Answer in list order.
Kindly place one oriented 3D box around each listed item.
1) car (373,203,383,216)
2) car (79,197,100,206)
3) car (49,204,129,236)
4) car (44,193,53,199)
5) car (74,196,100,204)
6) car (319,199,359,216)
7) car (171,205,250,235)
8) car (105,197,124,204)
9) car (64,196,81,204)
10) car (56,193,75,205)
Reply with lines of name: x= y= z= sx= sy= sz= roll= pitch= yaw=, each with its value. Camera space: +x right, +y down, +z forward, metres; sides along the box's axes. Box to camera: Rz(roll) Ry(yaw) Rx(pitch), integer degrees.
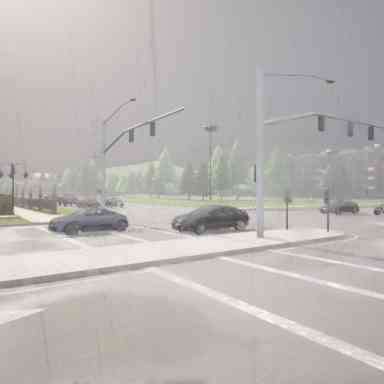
car: x=19.184 y=1.526 z=31.736 sx=4.674 sy=1.442 sz=1.812 roll=0 pitch=0 yaw=-35
car: x=-17.146 y=1.564 z=55.563 sx=1.994 sy=1.385 sz=4.181 roll=0 pitch=0 yaw=-36
car: x=-5.635 y=1.564 z=18.391 sx=4.181 sy=1.385 sz=1.994 roll=0 pitch=0 yaw=-35
car: x=-26.038 y=1.221 z=61.947 sx=2.150 sy=2.045 sz=5.566 roll=0 pitch=0 yaw=-35
car: x=-14.192 y=1.601 z=45.524 sx=1.895 sy=1.301 sz=4.718 roll=0 pitch=0 yaw=-36
car: x=14.490 y=1.492 z=32.708 sx=4.902 sy=1.511 sz=2.128 roll=0 pitch=0 yaw=-35
car: x=1.133 y=1.505 z=18.909 sx=4.892 sy=1.490 sz=1.837 roll=0 pitch=0 yaw=-35
car: x=-11.387 y=1.491 z=47.620 sx=2.128 sy=1.511 sz=4.902 roll=0 pitch=0 yaw=-36
car: x=-22.954 y=1.564 z=63.658 sx=1.994 sy=1.385 sz=4.181 roll=0 pitch=0 yaw=-36
car: x=-19.903 y=1.221 z=53.400 sx=2.150 sy=2.045 sz=5.566 roll=0 pitch=0 yaw=-36
